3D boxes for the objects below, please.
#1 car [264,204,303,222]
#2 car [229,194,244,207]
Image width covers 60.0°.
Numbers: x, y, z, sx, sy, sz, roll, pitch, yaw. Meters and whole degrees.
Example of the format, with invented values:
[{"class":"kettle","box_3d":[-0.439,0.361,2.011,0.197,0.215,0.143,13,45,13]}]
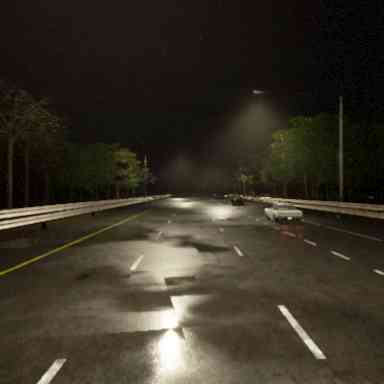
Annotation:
[{"class":"car","box_3d":[7.032,1.603,26.121,1.895,1.301,4.718,0,0,0]},{"class":"car","box_3d":[7.087,1.501,52.766,2.128,1.511,4.902,0,0,0]}]
